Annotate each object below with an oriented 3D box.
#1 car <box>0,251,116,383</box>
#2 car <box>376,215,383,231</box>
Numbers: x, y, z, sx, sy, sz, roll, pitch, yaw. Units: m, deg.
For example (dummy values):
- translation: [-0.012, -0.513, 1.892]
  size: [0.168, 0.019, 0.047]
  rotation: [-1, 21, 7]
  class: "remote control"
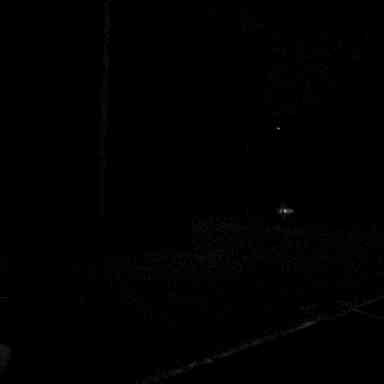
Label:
- translation: [-2.616, 1.300, 0.919]
  size: [5.009, 1.841, 2.192]
  rotation: [1, 1, -35]
  class: "car"
- translation: [12.362, 1.723, 17.355]
  size: [2.128, 1.511, 4.902]
  rotation: [2, -2, -36]
  class: "car"
